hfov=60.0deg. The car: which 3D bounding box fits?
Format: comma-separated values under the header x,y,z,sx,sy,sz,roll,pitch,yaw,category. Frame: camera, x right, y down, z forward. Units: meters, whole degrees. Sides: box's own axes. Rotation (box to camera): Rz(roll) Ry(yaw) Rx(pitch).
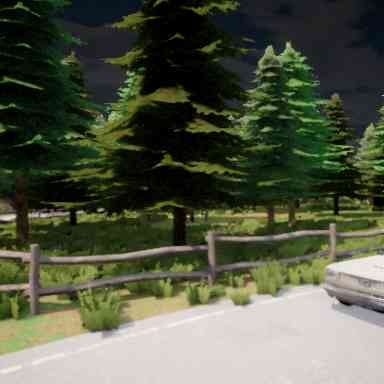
x,y,z,sx,sy,sz,roll,pitch,yaw,category
4.835,1.571,6.568,4.718,1.301,1.895,-1,0,-27,car
